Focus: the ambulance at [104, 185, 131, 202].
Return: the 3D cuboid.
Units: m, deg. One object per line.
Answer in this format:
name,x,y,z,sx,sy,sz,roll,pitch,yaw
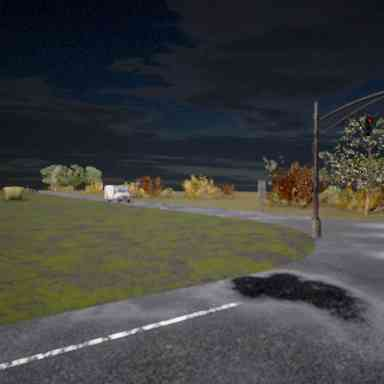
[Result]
ambulance,-11.240,0.257,50.461,2.351,2.431,6.366,1,0,-32
